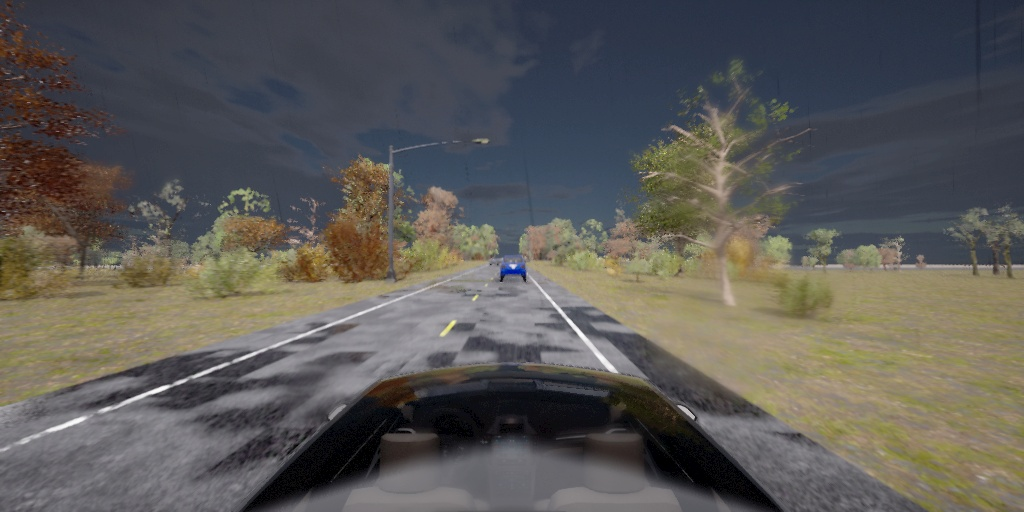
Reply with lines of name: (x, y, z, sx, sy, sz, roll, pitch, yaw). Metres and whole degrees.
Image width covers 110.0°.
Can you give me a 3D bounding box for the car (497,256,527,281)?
car: (0.103, 0.976, 30.536, 2.150, 2.045, 5.566, 0, 0, 0)
